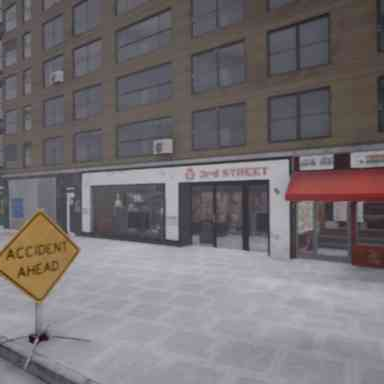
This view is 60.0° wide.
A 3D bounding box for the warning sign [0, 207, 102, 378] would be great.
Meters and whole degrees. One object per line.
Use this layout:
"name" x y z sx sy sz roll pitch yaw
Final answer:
"warning sign" -2.105 1.162 4.573 1.060 1.860 1.300 -1 0 35
